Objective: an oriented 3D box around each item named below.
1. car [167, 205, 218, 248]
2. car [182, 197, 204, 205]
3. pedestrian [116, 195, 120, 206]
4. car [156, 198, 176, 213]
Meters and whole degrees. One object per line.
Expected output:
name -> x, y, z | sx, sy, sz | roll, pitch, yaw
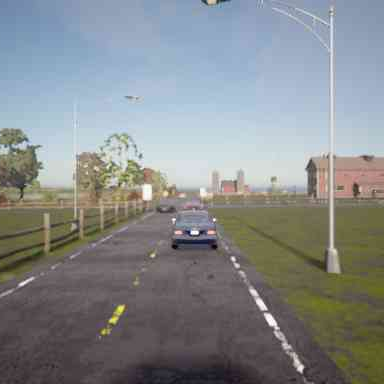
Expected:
car -> 0.101, 1.532, 14.694 | 2.033, 1.411, 5.357 | 0, 0, 0
car -> 0.101, 1.497, 30.084 | 1.812, 1.442, 4.674 | 0, 0, 0
pedestrian -> -12.157, 1.365, 54.491 | 0.375, 1.860, 0.375 | 0, 1, 0
car -> -2.768, 1.443, 35.945 | 1.882, 1.535, 5.008 | 0, 0, 0
